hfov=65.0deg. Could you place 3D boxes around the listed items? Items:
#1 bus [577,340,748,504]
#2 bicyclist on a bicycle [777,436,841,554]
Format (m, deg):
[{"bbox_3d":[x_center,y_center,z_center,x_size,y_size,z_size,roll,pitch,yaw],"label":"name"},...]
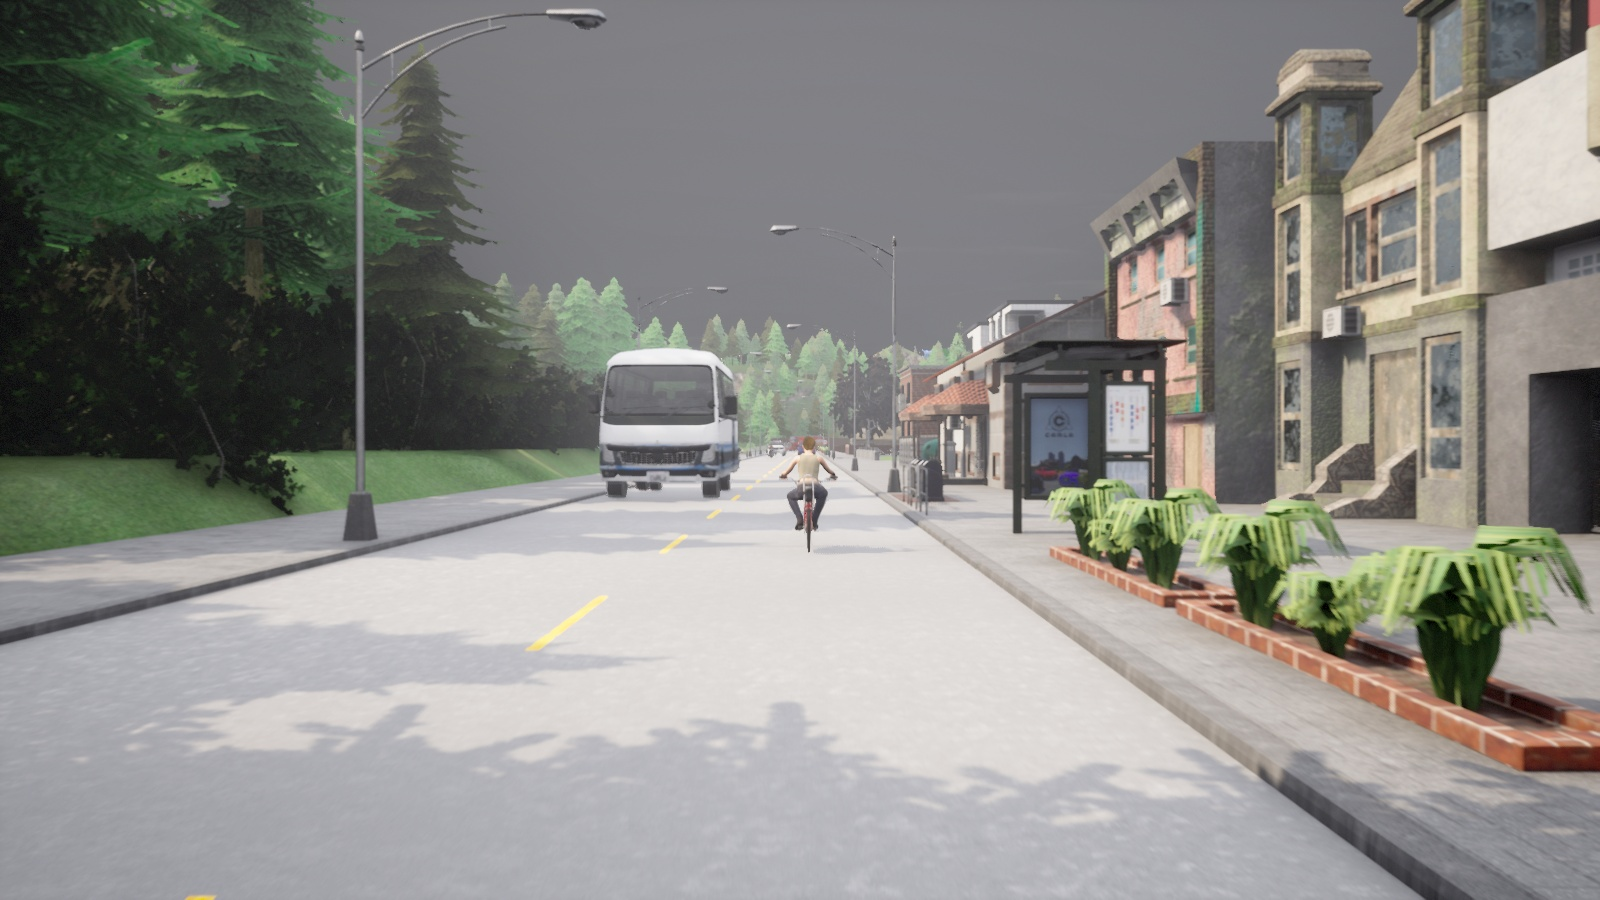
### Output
[{"bbox_3d":[-3.770,-0.774,37.647,3.944,4.253,10.273,0,0,0],"label":"bus"},{"bbox_3d":[0.122,0.616,17.941,0.866,1.612,1.509,0,0,0],"label":"bicyclist on a bicycle"}]
